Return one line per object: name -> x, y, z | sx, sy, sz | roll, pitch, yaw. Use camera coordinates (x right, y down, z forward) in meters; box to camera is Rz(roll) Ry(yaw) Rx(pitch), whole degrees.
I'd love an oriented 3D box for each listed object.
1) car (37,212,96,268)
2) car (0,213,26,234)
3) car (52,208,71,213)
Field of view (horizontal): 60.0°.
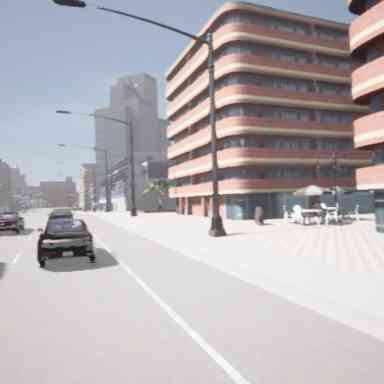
car -> -4.790, 1.776, 12.700 | 2.128, 1.511, 4.902 | -1, 0, -22
car -> -12.877, 2.152, 23.306 | 2.033, 1.411, 5.357 | -1, -1, -22
car -> -10.431, 2.070, 26.632 | 1.837, 1.490, 4.892 | -1, 0, -22
